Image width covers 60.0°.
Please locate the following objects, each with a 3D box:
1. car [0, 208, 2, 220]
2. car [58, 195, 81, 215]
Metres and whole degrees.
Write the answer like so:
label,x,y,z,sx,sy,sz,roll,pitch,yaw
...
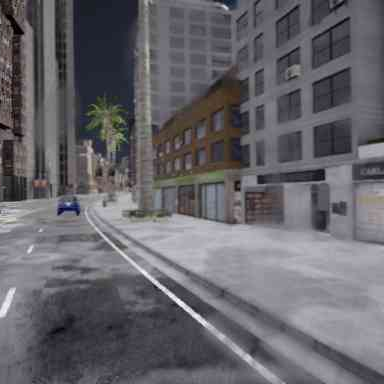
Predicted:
label,x,y,z,sx,sy,sz,roll,pitch,yaw
car,-16.995,1.718,27.260,2.128,1.511,4.902,-1,0,-19
car,-13.376,1.399,36.368,2.150,2.045,5.566,-1,0,-17
